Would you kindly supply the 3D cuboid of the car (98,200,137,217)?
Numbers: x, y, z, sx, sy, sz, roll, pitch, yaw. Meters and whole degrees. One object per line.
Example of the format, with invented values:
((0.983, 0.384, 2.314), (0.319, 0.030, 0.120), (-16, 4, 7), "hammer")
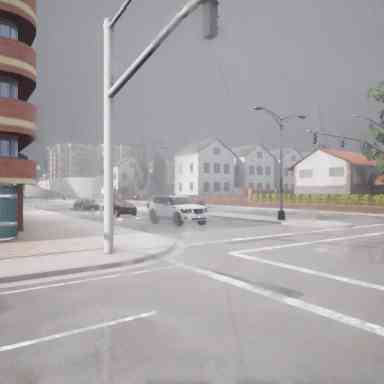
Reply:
((-7.002, 1.476, 32.027), (1.882, 1.535, 5.008), (0, 0, -34), "car")

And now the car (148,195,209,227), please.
((-1.094, 1.221, 23.488), (2.150, 2.045, 5.566), (0, 0, -35), "car")

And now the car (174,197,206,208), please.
((-0.302, 1.547, 49.056), (2.033, 1.411, 5.357), (0, 0, -35), "car")

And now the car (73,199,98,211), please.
((-13.047, 1.547, 40.786), (2.033, 1.411, 5.357), (0, 0, -35), "car")
